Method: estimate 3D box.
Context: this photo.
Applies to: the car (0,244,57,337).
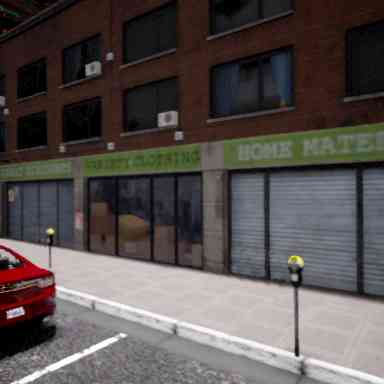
[{"bbox_3d":[-4.262,1.545,5.925,4.507,1.381,1.887,0,0,36],"label":"car"}]
